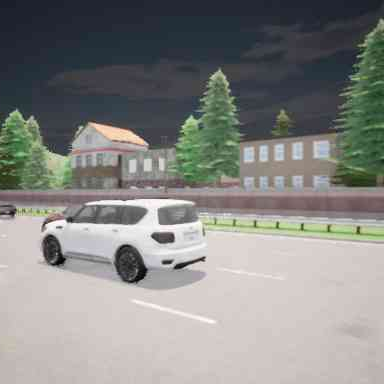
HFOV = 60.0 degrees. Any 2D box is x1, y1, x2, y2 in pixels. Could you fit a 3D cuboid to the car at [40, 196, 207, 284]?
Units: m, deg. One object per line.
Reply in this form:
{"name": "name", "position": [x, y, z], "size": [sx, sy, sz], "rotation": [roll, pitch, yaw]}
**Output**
{"name": "car", "position": [-2.193, 1.229, 9.856], "size": [5.566, 2.045, 2.150], "rotation": [0, 0, 36]}

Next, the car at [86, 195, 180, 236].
{"name": "car", "position": [-3.570, 1.236, 19.435], "size": [5.566, 2.045, 2.150], "rotation": [0, 0, 35]}

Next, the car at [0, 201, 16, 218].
{"name": "car", "position": [-17.432, 1.522, 29.324], "size": [4.902, 1.511, 2.128], "rotation": [0, 0, 35]}

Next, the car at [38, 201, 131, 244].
{"name": "car", "position": [-5.390, 1.366, 16.435], "size": [4.553, 1.767, 2.097], "rotation": [0, 0, 35]}
